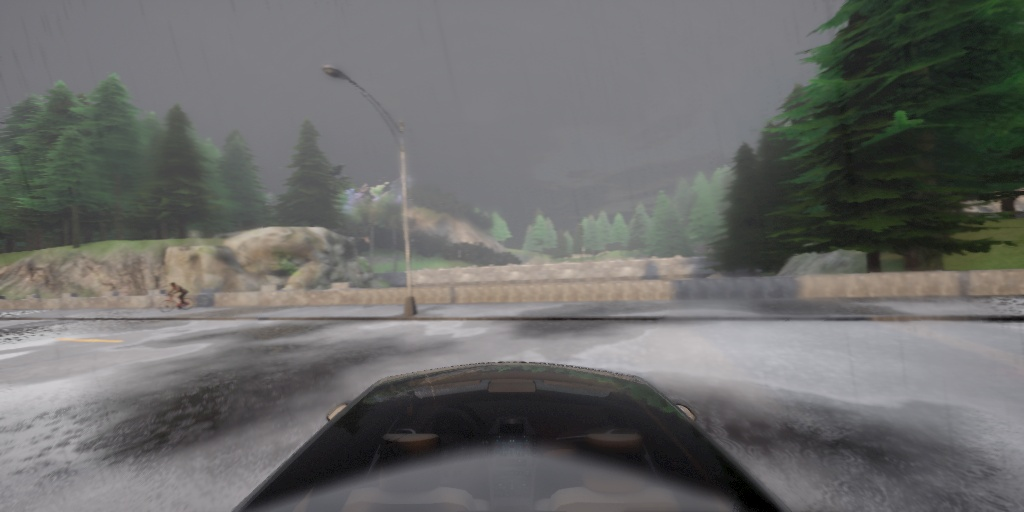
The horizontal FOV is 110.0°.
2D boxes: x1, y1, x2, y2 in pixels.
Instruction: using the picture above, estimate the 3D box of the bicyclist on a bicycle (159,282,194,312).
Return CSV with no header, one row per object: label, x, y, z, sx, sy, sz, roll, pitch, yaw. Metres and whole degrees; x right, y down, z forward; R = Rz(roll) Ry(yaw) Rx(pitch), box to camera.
bicyclist on a bicycle,-18.895,2.302,20.213,0.582,1.620,1.656,-3,0,18
